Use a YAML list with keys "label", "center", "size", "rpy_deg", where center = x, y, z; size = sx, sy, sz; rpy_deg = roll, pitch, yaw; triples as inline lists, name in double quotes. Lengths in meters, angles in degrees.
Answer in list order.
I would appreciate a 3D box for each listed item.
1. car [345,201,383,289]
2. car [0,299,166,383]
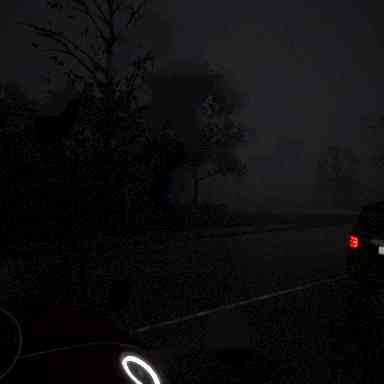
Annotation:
- label: "car"
  center: [5.919, 1.221, 7.882]
  size: [5.566, 2.045, 2.150]
  rpy_deg: [0, 0, -35]
- label: "car"
  center: [-2.354, 1.352, 2.029]
  size: [4.553, 1.767, 2.097]
  rpy_deg: [0, 0, -36]
